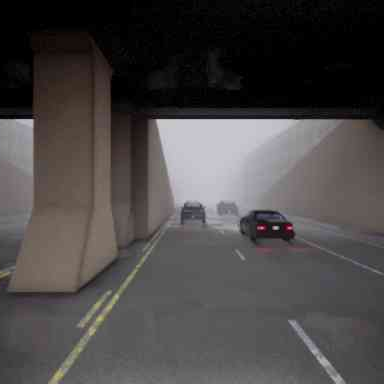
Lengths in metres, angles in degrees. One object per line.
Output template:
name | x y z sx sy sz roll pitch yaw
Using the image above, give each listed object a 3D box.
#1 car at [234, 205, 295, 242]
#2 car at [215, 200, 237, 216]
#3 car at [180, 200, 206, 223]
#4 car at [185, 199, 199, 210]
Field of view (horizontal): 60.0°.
car | 3.590 1.594 16.757 2.033 1.411 5.357 0 0 0
car | 3.582 1.600 34.288 1.837 1.490 4.892 0 0 0
car | 0.078 1.564 26.154 2.128 1.511 4.902 0 0 0
car | 0.003 1.731 46.630 1.895 1.301 4.718 0 0 0
